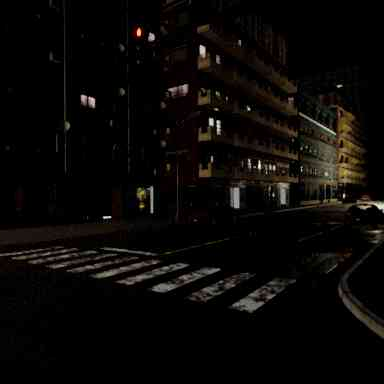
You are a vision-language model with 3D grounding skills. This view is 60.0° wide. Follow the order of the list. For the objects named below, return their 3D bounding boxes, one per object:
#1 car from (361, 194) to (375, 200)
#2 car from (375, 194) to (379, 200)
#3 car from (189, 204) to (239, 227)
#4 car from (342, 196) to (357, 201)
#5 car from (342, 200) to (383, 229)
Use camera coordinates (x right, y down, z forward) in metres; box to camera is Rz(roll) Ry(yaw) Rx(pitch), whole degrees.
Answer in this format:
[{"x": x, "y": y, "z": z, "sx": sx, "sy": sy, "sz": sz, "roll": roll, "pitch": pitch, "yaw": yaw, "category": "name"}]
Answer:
[{"x": 37.228, "y": 1.293, "z": 71.009, "sx": 1.802, "sy": 1.307, "sz": 4.206, "roll": -1, "pitch": 0, "yaw": 36, "category": "car"}, {"x": 43.948, "y": 1.231, "z": 80.174, "sx": 1.947, "sy": 1.339, "sz": 4.313, "roll": -1, "pitch": 0, "yaw": 36, "category": "car"}, {"x": 1.541, "y": 1.514, "z": 22.564, "sx": 1.887, "sy": 1.381, "sz": 4.507, "roll": -1, "pitch": 0, "yaw": 36, "category": "car"}, {"x": 27.146, "y": 1.347, "z": 57.262, "sx": 1.947, "sy": 1.339, "sz": 4.313, "roll": -1, "pitch": 0, "yaw": 36, "category": "car"}, {"x": 10.467, "y": 1.371, "z": 20.174, "sx": 1.887, "sy": 1.381, "sz": 4.507, "roll": -1, "pitch": 0, "yaw": 36, "category": "car"}]
